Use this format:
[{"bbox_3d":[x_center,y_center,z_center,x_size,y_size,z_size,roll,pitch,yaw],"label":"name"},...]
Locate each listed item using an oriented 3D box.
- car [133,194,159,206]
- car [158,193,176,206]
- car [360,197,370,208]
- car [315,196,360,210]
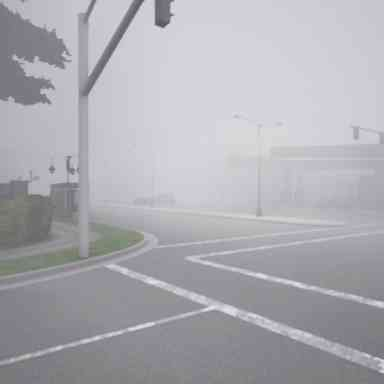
[{"bbox_3d":[-7.703,1.454,53.136,1.882,1.535,5.008,0,0,-35],"label":"car"},{"bbox_3d":[-4.854,1.195,55.170,2.150,2.045,5.566,0,0,-35],"label":"car"},{"bbox_3d":[21.544,1.415,44.432,1.970,1.475,3.806,0,0,-35],"label":"car"},{"bbox_3d":[17.276,1.260,40.511,2.242,1.667,4.611,0,0,-35],"label":"car"}]
